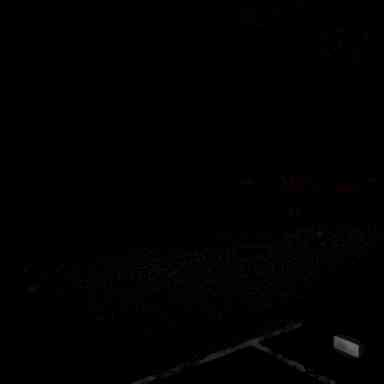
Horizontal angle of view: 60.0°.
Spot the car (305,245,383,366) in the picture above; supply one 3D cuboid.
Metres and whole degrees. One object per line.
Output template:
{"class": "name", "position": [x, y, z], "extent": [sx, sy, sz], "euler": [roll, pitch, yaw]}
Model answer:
{"class": "car", "position": [3.712, 1.562, 5.430], "extent": [4.313, 1.339, 1.947], "euler": [0, 1, -35]}
